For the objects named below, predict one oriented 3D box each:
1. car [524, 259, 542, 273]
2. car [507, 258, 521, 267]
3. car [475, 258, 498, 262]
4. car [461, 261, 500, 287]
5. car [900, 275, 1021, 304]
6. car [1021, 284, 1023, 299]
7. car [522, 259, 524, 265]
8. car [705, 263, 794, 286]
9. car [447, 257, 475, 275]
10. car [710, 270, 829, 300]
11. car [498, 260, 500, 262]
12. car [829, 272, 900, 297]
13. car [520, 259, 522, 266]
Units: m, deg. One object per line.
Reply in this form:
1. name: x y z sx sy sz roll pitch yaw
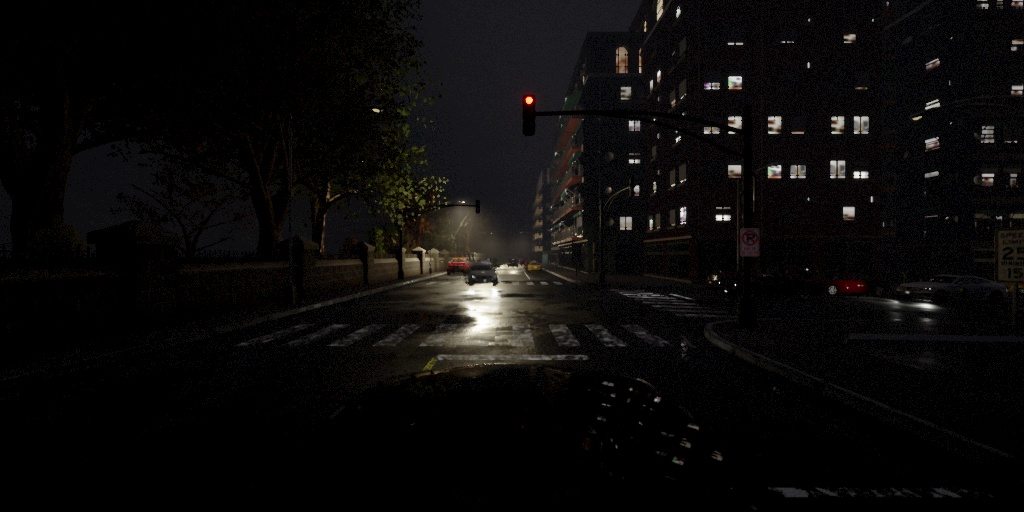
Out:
1. car: 2.735 1.283 44.214 1.751 1.417 4.829 0 0 0
2. car: 0.166 1.319 64.291 2.033 1.411 5.357 0 0 -1
3. car: -3.058 1.249 41.839 2.128 1.511 4.902 0 0 0
4. car: -2.225 1.276 24.707 1.812 1.442 4.674 0 0 -13
5. car: 23.664 1.723 19.333 4.674 1.442 1.812 1 0 0
6. car: 31.536 1.857 21.946 4.829 1.417 1.751 0 0 0
7. car: 2.741 1.306 49.579 1.888 1.381 4.507 0 0 0
8. car: 14.619 1.338 21.911 5.009 1.841 2.192 0 0 0
9. car: -5.651 1.069 38.517 2.192 1.841 5.009 0 0 0
10. car: 13.722 1.618 19.315 4.718 1.301 1.895 1 0 0
11. car: -3.018 1.120 58.822 2.097 1.767 4.553 0 0 0
12. car: 20.314 1.671 21.923 4.507 1.381 1.888 0 0 0
13. car: 2.747 1.316 55.115 2.007 1.370 4.403 0 0 0
